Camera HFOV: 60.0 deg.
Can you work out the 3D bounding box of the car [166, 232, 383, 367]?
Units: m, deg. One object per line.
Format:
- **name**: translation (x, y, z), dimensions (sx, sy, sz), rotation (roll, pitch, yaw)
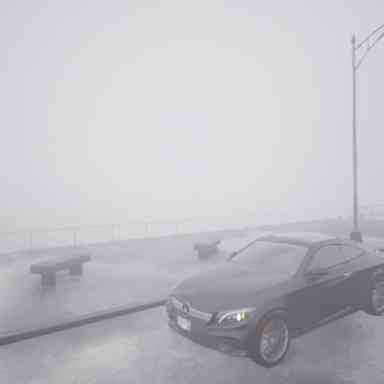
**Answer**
- **car**: translation (1.768, 1.491, 5.867), dimensions (4.674, 1.442, 1.812), rotation (-1, 0, -36)
